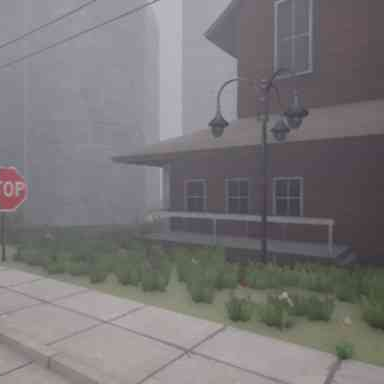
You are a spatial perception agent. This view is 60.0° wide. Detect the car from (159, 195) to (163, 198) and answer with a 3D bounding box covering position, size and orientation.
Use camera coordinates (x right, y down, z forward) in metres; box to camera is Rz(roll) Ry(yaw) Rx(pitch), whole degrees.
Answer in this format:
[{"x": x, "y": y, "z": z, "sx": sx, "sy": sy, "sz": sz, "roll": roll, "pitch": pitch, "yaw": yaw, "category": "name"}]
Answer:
[{"x": -6.926, "y": 1.472, "z": 86.258, "sx": 4.193, "sy": 1.474, "sz": 1.816, "roll": 0, "pitch": 0, "yaw": 35, "category": "car"}]
